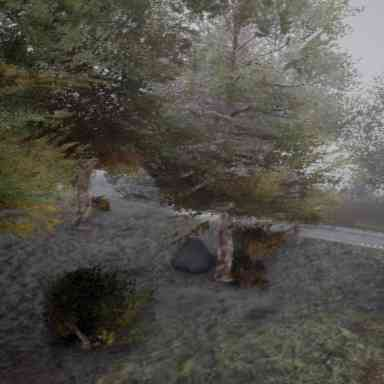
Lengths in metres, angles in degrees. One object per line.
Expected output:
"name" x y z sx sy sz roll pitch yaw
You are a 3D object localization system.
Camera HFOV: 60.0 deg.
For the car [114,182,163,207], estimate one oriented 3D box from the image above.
"car" -1.780 -0.134 16.796 5.357 1.411 2.033 8 3 44
